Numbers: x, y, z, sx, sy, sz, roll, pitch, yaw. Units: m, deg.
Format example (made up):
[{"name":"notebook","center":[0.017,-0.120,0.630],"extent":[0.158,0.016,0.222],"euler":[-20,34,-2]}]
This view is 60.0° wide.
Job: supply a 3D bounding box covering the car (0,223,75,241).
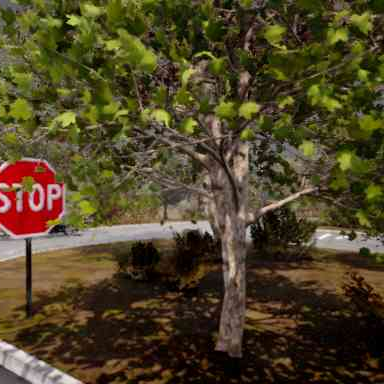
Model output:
[{"name":"car","center":[-8.663,1.846,18.908],"extent":[2.128,1.511,4.902],"euler":[-1,-3,35]}]
